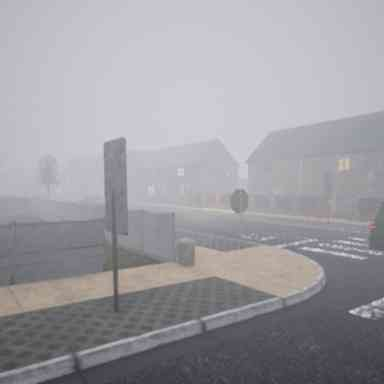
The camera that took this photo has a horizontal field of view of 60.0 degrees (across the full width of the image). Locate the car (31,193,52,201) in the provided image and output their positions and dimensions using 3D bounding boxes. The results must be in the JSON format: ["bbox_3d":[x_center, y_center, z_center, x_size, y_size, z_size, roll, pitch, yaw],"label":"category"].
[{"bbox_3d":[-21.630,0.836,47.693,2.128,1.511,4.902,-2,2,-40],"label":"car"}]

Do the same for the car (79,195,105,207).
[{"bbox_3d":[-9.495,1.092,32.618,1.882,1.535,5.008,-2,2,-37],"label":"car"}]

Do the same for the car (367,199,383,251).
[{"bbox_3d":[7.884,1.229,9.139,2.150,2.045,5.566,-1,1,-36],"label":"car"}]
